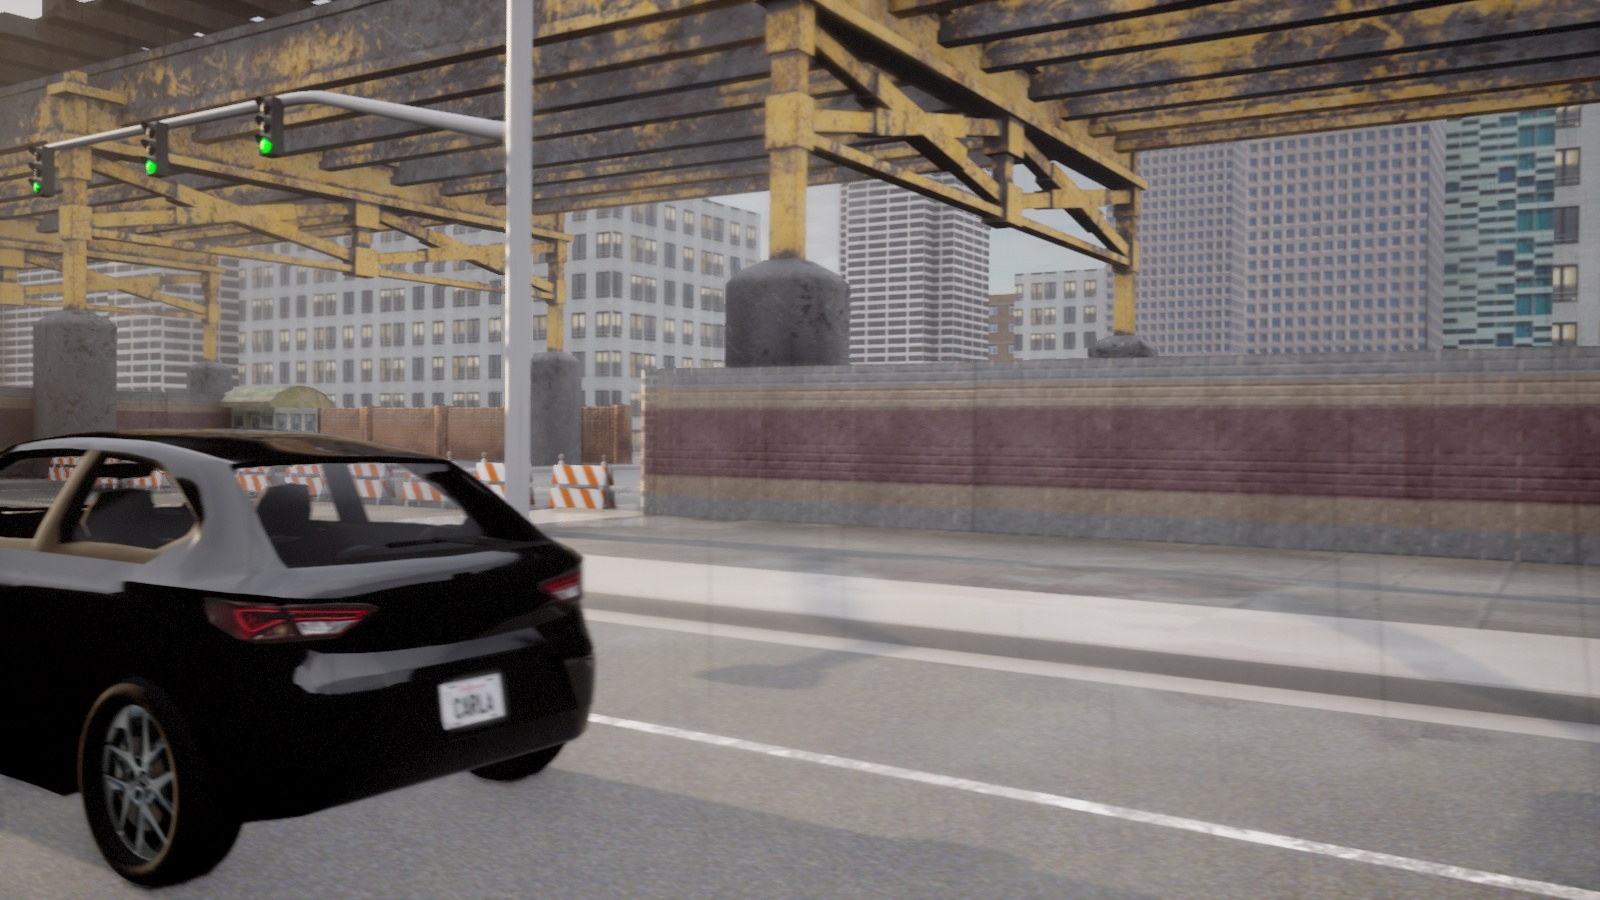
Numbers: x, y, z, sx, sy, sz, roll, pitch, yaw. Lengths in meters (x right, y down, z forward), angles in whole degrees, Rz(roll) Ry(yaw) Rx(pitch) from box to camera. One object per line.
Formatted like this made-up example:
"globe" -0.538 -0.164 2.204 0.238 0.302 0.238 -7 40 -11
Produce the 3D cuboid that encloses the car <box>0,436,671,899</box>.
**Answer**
"car" -2.775 0.695 5.467 4.193 1.474 1.816 0 1 34
